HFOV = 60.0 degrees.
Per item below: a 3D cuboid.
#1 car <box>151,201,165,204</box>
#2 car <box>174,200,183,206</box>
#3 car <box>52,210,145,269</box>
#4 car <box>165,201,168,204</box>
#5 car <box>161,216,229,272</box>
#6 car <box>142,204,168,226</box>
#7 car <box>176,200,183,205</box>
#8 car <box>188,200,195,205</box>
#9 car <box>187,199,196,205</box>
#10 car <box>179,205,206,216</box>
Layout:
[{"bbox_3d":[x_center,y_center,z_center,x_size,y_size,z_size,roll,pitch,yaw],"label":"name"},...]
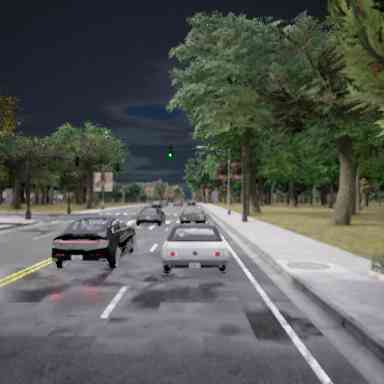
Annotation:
[{"bbox_3d":[-6.637,2.365,62.046,1.882,1.535,5.008,0,-1,0],"label":"car"},{"bbox_3d":[-3.372,2.771,79.639,1.994,1.385,4.181,0,-1,0],"label":"car"},{"bbox_3d":[-3.166,1.613,11.575,2.128,1.511,4.902,0,-1,0],"label":"car"},{"bbox_3d":[-6.618,2.735,77.518,1.994,1.385,4.181,0,-1,0],"label":"car"},{"bbox_3d":[0.079,1.717,11.186,1.895,1.301,4.718,0,-1,0],"label":"car"},{"bbox_3d":[-3.191,1.869,26.400,1.994,1.385,4.181,0,-1,0],"label":"car"},{"bbox_3d":[-3.387,2.800,89.648,1.812,1.442,4.674,0,-1,0],"label":"car"},{"bbox_3d":[-0.137,2.828,89.653,1.994,1.385,4.181,0,-1,0],"label":"car"},{"bbox_3d":[-0.122,2.571,79.585,2.097,1.767,4.553,0,-1,0],"label":"car"},{"bbox_3d":[0.062,1.889,25.180,1.895,1.301,4.718,0,-1,0],"label":"car"}]
